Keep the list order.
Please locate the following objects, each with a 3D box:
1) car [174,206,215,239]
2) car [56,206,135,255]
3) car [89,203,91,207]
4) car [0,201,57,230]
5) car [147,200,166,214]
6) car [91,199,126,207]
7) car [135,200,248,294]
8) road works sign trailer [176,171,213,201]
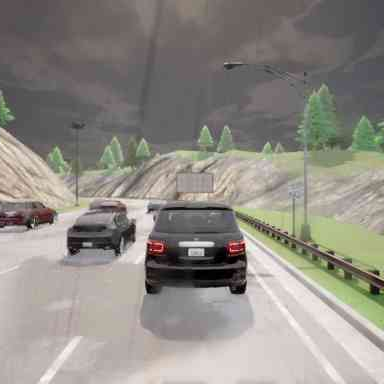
[{"bbox_3d":[0.108,1.559,18.115,1.994,1.385,4.181,0,0,0],"label":"car"},{"bbox_3d":[-3.416,1.502,13.286,1.837,1.490,4.892,0,-1,0],"label":"car"},{"bbox_3d":[-11.266,1.563,40.639,1.994,1.385,4.181,0,0,-6],"label":"car"},{"bbox_3d":[-10.428,1.351,21.359,2.097,1.767,4.553,0,0,0],"label":"car"},{"bbox_3d":[-3.895,1.601,37.075,1.895,1.301,4.718,0,0,-4],"label":"car"},{"bbox_3d":[-7.010,1.477,29.304,1.882,1.535,5.008,0,0,-1],"label":"car"},{"bbox_3d":[0.088,1.221,8.898,2.150,2.045,5.566,0,0,0],"label":"car"},{"bbox_3d":[0.188,0.464,21.612,2.380,3.560,2.880,0,0,0],"label":"road works sign trailer"}]
